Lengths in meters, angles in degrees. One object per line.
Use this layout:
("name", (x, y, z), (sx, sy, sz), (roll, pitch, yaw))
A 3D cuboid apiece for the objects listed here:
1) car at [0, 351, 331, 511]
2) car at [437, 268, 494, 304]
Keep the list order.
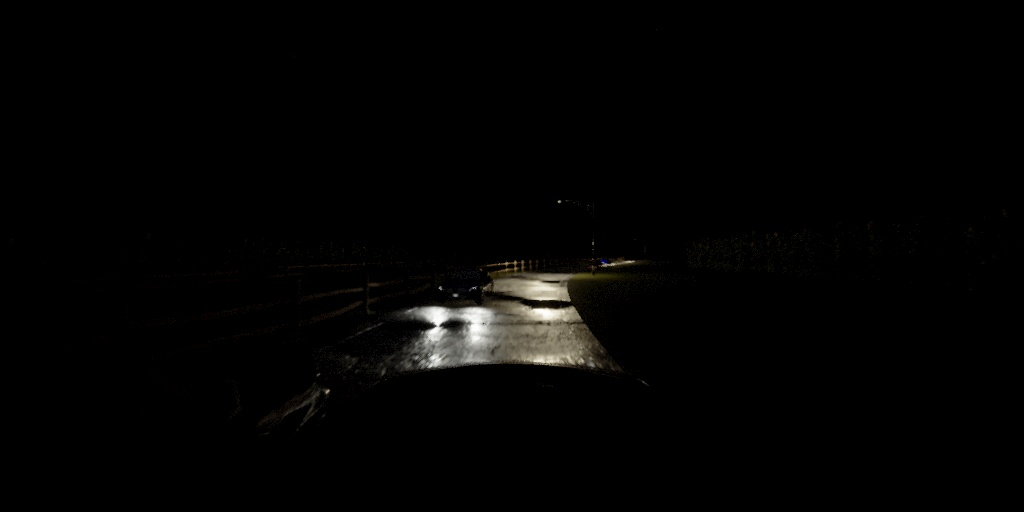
("car", (-2.761, 1.290, 1.272), (2.033, 1.411, 5.357), (0, 0, 0))
("car", (-1.973, 1.268, 16.397), (1.812, 1.442, 4.674), (0, 0, 6))
